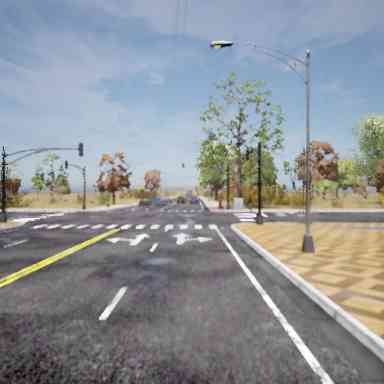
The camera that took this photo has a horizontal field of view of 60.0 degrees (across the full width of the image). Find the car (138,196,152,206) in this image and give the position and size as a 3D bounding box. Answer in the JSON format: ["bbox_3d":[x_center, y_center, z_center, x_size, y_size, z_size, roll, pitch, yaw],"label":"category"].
[{"bbox_3d":[-9.461,2.107,66.230,1.994,1.385,4.181,0,0,1],"label":"car"}]

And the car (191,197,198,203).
[{"bbox_3d":[0.747,2.192,92.604,1.994,1.385,4.181,0,0,1],"label":"car"}]

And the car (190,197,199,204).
[{"bbox_3d":[0.575,2.021,82.508,2.097,1.767,4.553,0,0,1],"label":"car"}]

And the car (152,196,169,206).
[{"bbox_3d":[-6.211,2.027,66.175,1.882,1.535,5.008,0,0,1],"label":"car"}]

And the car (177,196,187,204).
[{"bbox_3d":[-2.674,2.022,82.596,2.097,1.767,4.553,0,0,1],"label":"car"}]

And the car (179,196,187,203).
[{"bbox_3d":[-2.503,1.994,92.631,2.097,1.767,4.553,0,0,1],"label":"car"}]

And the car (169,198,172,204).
[{"bbox_3d":[-5.940,2.216,81.652,1.994,1.385,4.181,0,0,1],"label":"car"}]
